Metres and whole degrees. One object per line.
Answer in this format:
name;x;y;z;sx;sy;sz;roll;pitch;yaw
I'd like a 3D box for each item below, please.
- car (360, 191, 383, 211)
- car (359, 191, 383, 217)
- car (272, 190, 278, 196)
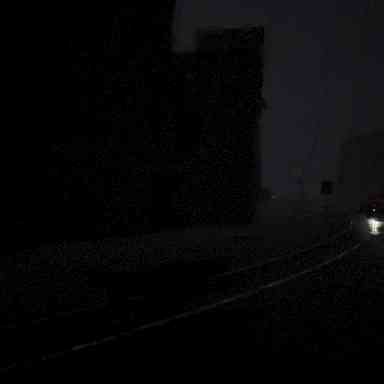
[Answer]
car;21.265;0.973;37.393;2.150;2.045;5.566;3;1;5
car;15.933;0.981;28.436;2.150;2.045;5.566;3;2;16
car;16.675;0.181;69.972;1.895;1.301;4.718;3;2;1
